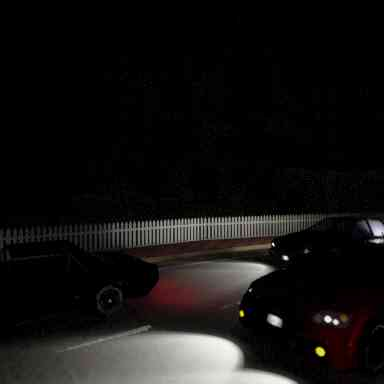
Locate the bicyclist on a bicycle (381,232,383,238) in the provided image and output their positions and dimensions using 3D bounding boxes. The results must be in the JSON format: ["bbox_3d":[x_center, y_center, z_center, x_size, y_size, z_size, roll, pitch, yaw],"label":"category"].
[{"bbox_3d":[6.261,1.496,9.955,0.582,1.620,1.656,0,3,-27],"label":"bicyclist on a bicycle"}]

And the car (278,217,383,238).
[{"bbox_3d":[5.127,1.543,10.956,5.357,1.411,2.033,0,0,-26],"label":"car"}]

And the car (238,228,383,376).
[{"bbox_3d":[2.825,1.564,5.550,4.181,1.385,1.994,0,0,-31],"label":"car"}]

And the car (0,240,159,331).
[{"bbox_3d":[-3.071,1.601,5.871,4.718,1.301,1.895,0,0,-34],"label":"car"}]
